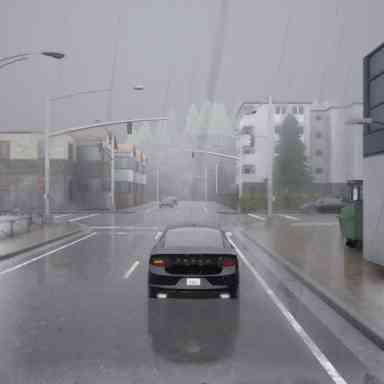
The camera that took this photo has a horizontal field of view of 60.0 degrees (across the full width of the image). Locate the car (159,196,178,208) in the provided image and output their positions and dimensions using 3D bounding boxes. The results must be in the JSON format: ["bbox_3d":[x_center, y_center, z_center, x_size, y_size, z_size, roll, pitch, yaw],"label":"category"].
[{"bbox_3d":[-3.567,1.547,47.423,2.033,1.411,5.357,0,0,0],"label":"car"}]

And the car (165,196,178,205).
[{"bbox_3d":[-3.546,1.477,58.532,1.882,1.535,5.008,0,0,1],"label":"car"}]

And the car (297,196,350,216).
[{"bbox_3d":[11.642,1.176,29.319,4.553,1.767,2.097,0,0,1],"label":"car"}]

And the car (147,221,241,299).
[{"bbox_3d":[0.052,1.478,8.505,1.882,1.535,5.008,0,0,1],"label":"car"}]
